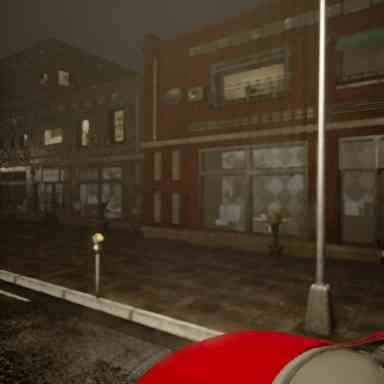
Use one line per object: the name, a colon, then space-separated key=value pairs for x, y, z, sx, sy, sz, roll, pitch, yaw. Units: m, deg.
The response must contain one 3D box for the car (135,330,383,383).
car: x=1.561 y=1.545 z=1.757 sx=4.507 sy=1.381 sz=1.887 roll=0 pitch=1 yaw=36
